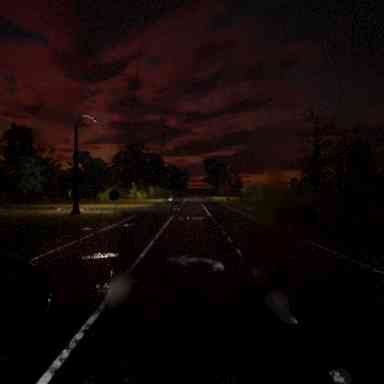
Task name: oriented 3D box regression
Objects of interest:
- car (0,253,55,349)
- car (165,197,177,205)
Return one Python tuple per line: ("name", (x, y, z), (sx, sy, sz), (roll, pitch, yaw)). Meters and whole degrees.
("car", (-3.506, 1.560, 4.436), (1.994, 1.385, 4.181), (0, 0, 0))
("car", (-3.419, 1.460, 55.678), (2.033, 1.411, 5.357), (0, 0, 0))
